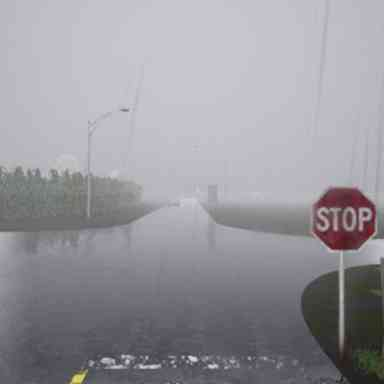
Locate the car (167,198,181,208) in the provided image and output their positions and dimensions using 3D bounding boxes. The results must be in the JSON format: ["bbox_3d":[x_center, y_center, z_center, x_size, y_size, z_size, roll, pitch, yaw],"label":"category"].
[{"bbox_3d":[-2.833,1.645,52.313,1.882,1.535,5.008,0,0,0],"label":"car"}]
